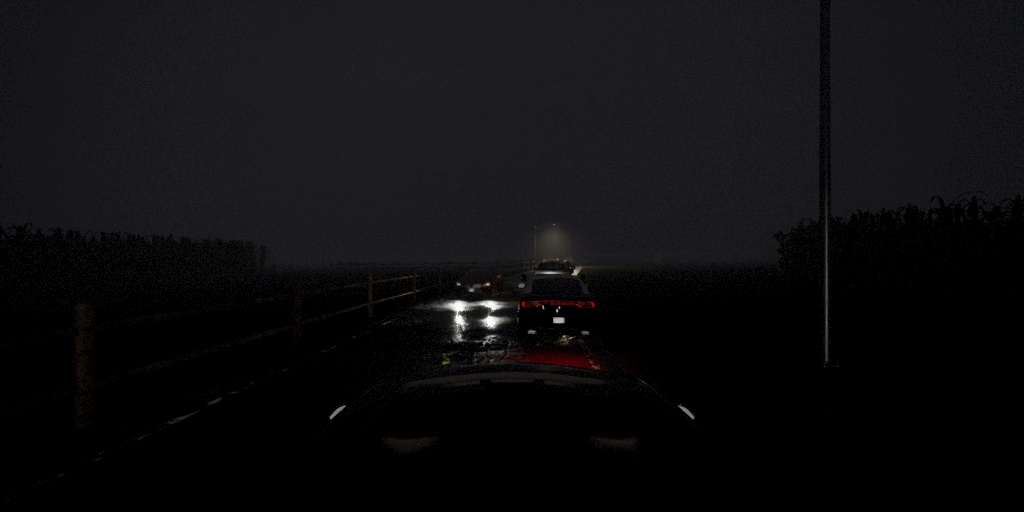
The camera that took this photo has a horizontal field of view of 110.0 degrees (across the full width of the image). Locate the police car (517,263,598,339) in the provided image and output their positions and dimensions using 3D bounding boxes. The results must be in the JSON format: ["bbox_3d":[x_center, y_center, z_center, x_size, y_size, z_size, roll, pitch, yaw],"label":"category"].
[{"bbox_3d":[1.197,1.172,10.267,1.930,1.638,5.238,0,0,4],"label":"police car"}]

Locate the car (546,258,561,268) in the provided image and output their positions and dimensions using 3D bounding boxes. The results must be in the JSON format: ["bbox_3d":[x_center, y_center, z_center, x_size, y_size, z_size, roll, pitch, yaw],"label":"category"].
[{"bbox_3d":[7.035,1.163,60.447,1.882,1.535,5.008,0,0,13],"label":"car"}]

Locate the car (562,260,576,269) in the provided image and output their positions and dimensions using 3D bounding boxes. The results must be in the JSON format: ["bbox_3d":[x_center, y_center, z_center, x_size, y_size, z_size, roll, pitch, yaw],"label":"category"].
[{"bbox_3d":[8.858,1.292,55.709,1.895,1.301,4.718,0,0,12],"label":"car"}]

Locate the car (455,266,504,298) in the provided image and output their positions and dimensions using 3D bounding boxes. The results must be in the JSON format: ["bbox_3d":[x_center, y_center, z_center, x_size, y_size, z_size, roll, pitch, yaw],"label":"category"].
[{"bbox_3d":[-1.534,1.266,18.478,1.812,1.442,4.674,0,0,7],"label":"car"}]

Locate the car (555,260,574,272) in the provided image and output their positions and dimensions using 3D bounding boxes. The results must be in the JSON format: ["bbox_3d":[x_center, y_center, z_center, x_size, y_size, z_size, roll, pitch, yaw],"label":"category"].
[{"bbox_3d":[6.719,1.270,45.860,1.994,1.385,4.181,0,0,13],"label":"car"}]

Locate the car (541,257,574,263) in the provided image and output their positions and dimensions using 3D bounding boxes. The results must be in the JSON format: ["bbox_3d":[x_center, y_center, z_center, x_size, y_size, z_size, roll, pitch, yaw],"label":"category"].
[{"bbox_3d":[2.257,1.089,19.917,2.097,1.767,4.553,0,0,8],"label":"car"}]
